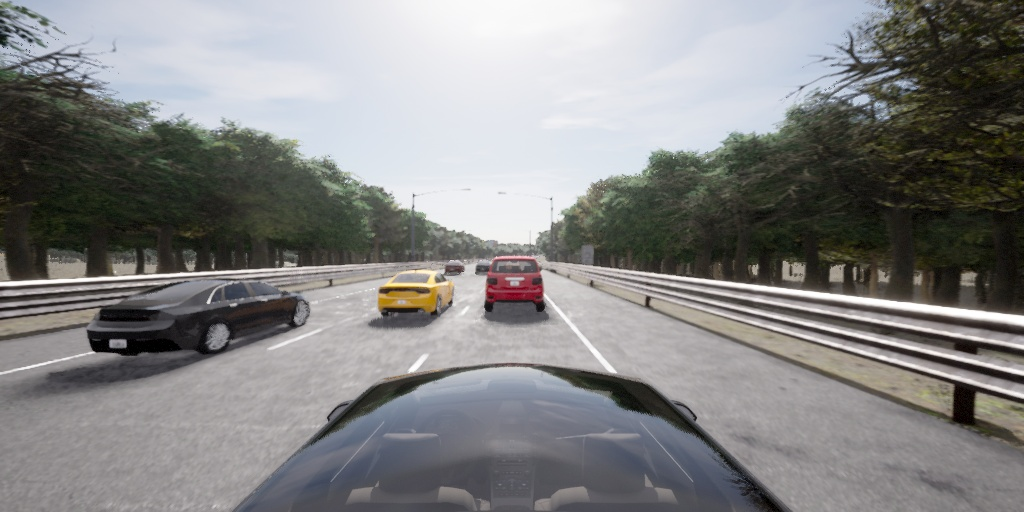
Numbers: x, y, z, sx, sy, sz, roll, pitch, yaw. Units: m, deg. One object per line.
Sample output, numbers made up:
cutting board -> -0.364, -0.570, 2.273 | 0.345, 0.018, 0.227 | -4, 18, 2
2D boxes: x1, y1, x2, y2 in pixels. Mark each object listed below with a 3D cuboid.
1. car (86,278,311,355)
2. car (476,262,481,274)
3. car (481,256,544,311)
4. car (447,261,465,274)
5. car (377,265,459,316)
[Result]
car -> -6.911, 1.285, 8.715 | 1.837, 1.490, 4.892 | 0, 0, 0
car -> -3.424, 1.400, 44.759 | 1.882, 1.535, 5.008 | 0, 0, 0
car -> 0.093, 1.027, 14.914 | 2.150, 2.045, 5.566 | 0, 0, 0
car -> -6.923, 1.397, 43.961 | 1.882, 1.535, 5.008 | 0, 0, 0
car -> -3.409, 1.275, 13.568 | 1.882, 1.535, 5.008 | 0, 0, 0
